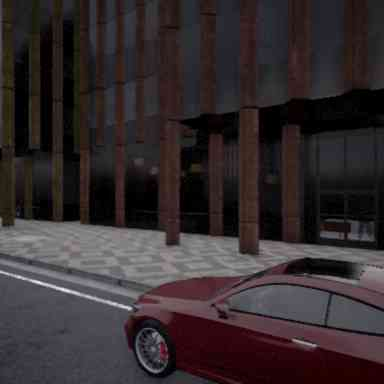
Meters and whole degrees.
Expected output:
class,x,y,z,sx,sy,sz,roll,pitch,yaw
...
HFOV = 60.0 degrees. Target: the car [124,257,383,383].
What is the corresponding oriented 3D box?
class,x,y,z,sx,sy,sz,roll,pitch,yaw
car,1.284,1.527,3.844,4.674,1.442,1.812,0,0,35
